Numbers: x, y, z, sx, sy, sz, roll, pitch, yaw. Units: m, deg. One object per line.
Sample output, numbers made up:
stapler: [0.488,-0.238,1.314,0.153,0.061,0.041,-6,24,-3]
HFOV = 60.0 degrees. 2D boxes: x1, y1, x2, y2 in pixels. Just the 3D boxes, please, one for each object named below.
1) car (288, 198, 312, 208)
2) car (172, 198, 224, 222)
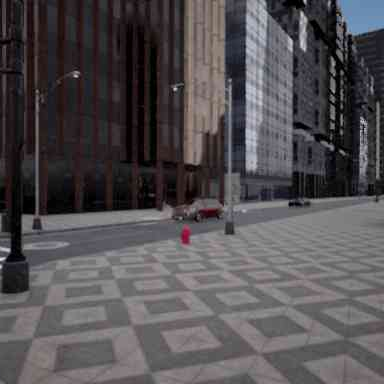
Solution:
car: [14.321,1.433,44.127,1.895,1.301,4.718,0,0,36]
car: [0.489,1.238,24.921,2.097,1.767,4.553,0,0,36]
